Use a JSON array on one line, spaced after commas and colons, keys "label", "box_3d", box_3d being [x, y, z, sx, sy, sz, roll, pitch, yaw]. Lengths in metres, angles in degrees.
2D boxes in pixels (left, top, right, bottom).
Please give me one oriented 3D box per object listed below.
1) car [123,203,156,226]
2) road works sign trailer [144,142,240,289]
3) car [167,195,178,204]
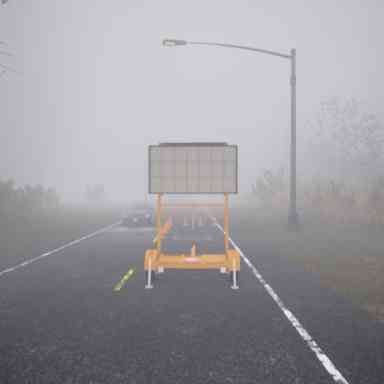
[{"label": "car", "box_3d": [-3.570, 1.507, 23.336, 1.812, 1.442, 4.674, 0, 0, 0]}, {"label": "road works sign trailer", "box_3d": [0.031, 0.457, 9.138, 2.380, 3.560, 2.880, 0, 0, 1]}, {"label": "car", "box_3d": [-3.669, 1.417, 64.480, 1.882, 1.535, 5.008, 0, 0, 0]}]
